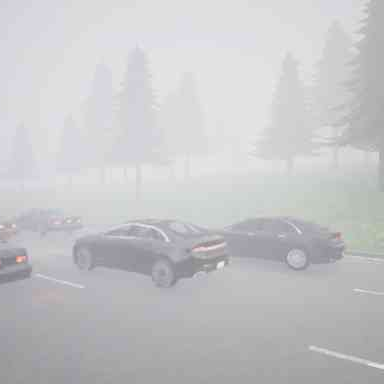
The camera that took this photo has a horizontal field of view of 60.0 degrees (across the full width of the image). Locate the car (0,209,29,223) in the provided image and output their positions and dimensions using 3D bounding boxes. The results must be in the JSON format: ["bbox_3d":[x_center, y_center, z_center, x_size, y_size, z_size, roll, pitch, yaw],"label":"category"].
[{"bbox_3d":[-10.303,1.547,15.641,5.357,1.411,2.033,0,0,33],"label":"car"}]

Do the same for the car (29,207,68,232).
[{"bbox_3d":[-8.194,1.547,18.358,5.357,1.411,2.033,0,0,38],"label":"car"}]

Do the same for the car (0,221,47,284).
[{"bbox_3d":[-6.188,1.546,8.383,5.357,1.411,2.033,0,0,35],"label":"car"}]

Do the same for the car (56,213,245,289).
[{"bbox_3d":[-1.295,1.492,9.202,4.902,1.511,2.128,0,0,35],"label":"car"}]

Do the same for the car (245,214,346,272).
[{"bbox_3d":[2.347,1.504,10.910,4.892,1.490,1.837,0,0,36],"label":"car"}]
